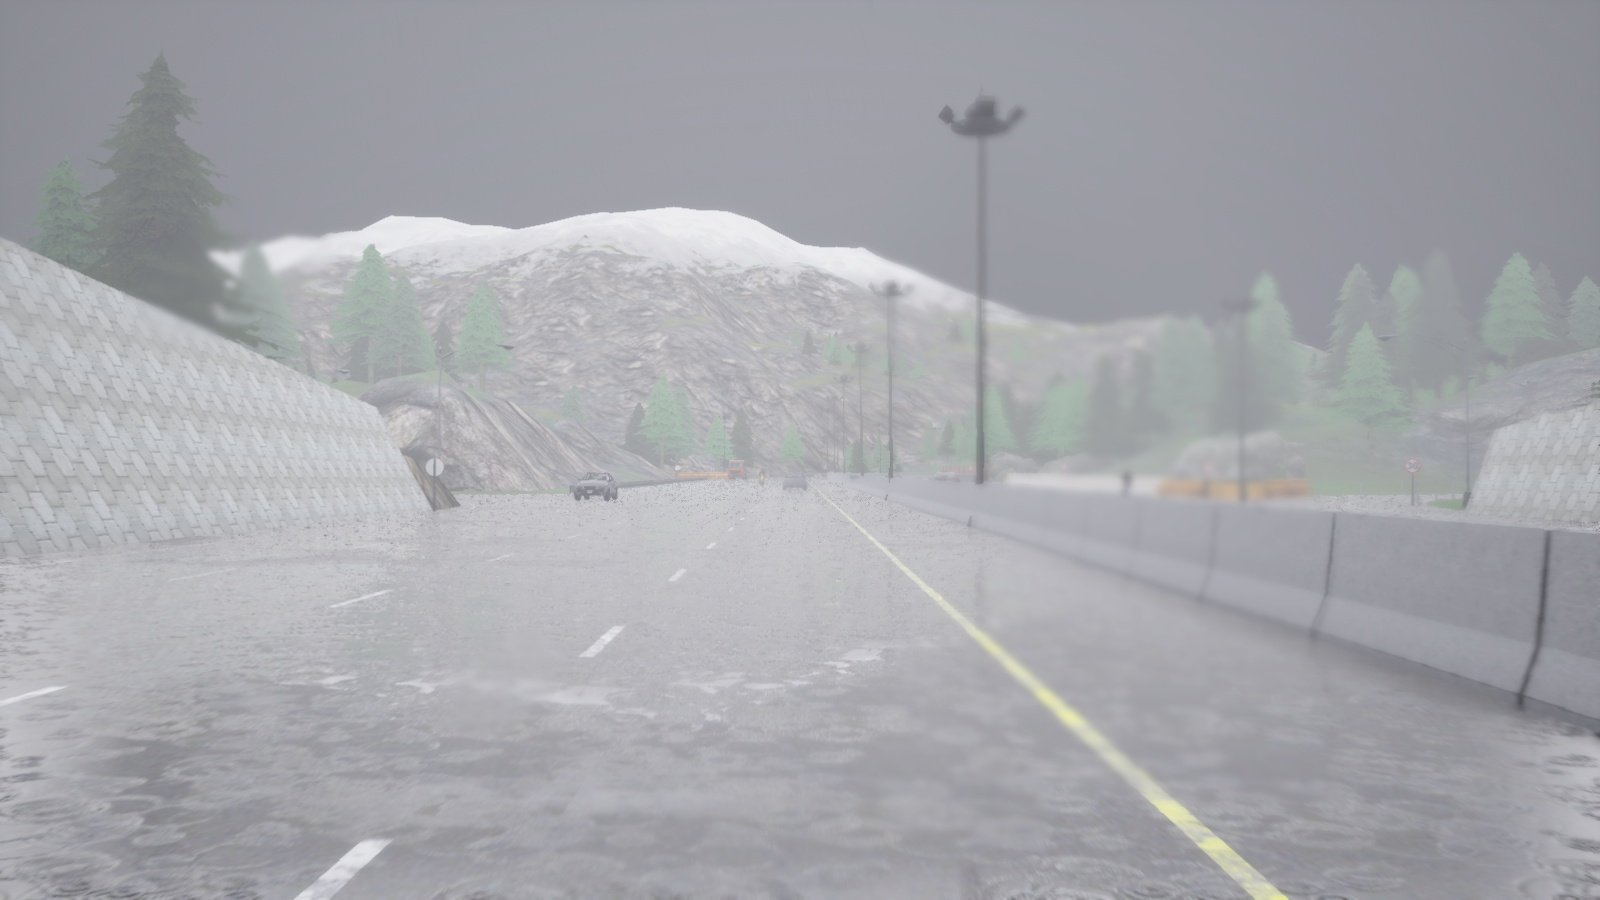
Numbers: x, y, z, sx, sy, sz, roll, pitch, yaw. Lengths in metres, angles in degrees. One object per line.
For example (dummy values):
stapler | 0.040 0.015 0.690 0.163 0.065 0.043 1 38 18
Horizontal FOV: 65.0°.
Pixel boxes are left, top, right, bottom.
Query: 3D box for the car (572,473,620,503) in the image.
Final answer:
car | -10.660 1.973 65.862 1.816 1.474 4.193 0 -1 0

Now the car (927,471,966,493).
car | 10.285 2.257 88.667 2.163 1.488 4.792 0 -1 0
